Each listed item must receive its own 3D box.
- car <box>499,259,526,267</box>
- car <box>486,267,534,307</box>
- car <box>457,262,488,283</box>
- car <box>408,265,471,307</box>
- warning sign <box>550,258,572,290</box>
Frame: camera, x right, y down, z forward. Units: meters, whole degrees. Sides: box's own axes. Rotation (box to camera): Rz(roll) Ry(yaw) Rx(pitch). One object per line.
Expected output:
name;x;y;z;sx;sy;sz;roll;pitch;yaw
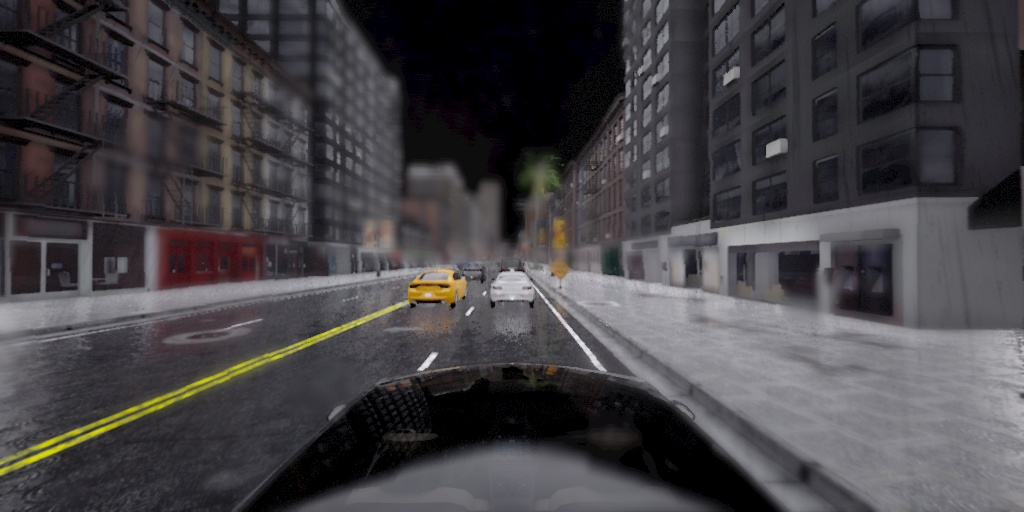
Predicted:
car;0.030;1.244;30.868;2.150;2.045;5.566;0;0;0
car;0.019;1.415;16.217;1.812;1.442;4.674;0;0;0
car;-3.218;1.523;31.136;2.128;1.511;4.902;0;0;0
car;-3.231;1.368;16.318;1.882;1.535;5.008;0;0;0
warning sign;2.869;1.051;21.176;1.300;1.860;1.060;0;0;0
